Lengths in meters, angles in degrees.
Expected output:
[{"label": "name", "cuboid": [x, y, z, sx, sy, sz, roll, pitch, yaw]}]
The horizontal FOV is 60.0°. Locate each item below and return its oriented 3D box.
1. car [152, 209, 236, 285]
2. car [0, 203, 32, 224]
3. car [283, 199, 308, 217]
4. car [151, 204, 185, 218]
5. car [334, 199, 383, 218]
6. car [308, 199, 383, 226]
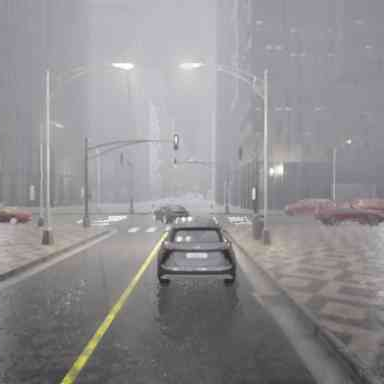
[{"label": "car", "cuboid": [0.114, 1.520, 9.792, 2.033, 1.649, 4.856, 0, 0, 0]}, {"label": "car", "cuboid": [-14.902, 1.798, 25.947, 4.507, 1.381, 1.887, 0, 0, 0]}, {"label": "car", "cuboid": [12.130, 1.634, 34.534, 5.009, 1.841, 2.192, 0, 0, 0]}, {"label": "car", "cuboid": [-1.795, 1.763, 26.858, 1.837, 1.490, 4.892, 2, -1, -23]}, {"label": "car", "cuboid": [17.773, 1.663, 34.547, 5.009, 1.841, 2.192, 0, 0, 0]}, {"label": "car", "cuboid": [12.140, 1.696, 26.009, 5.009, 1.841, 2.192, 0, 0, 0]}]
